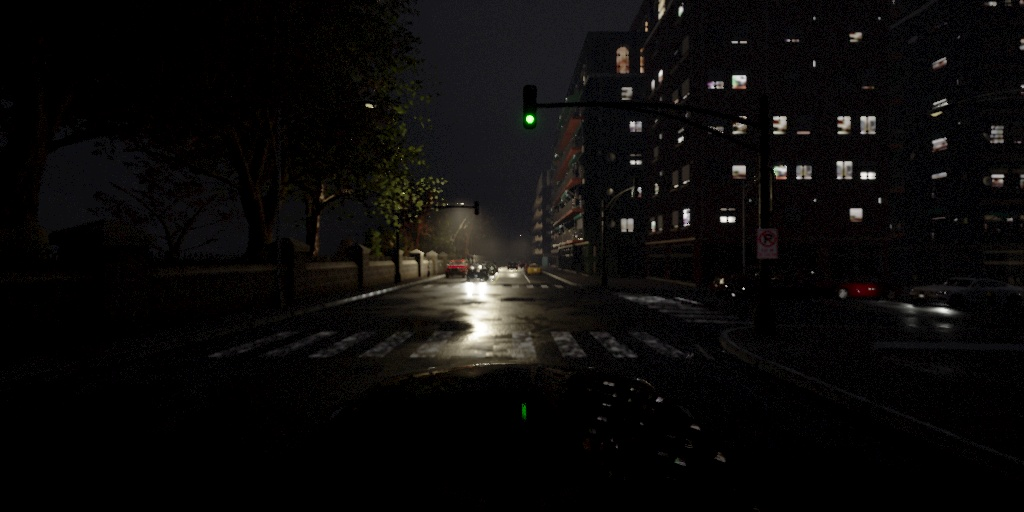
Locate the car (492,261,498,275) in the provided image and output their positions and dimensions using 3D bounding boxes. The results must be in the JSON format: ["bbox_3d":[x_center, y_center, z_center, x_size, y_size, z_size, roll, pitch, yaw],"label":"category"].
[{"bbox_3d":[-3.100,1.431,43.212,2.097,1.767,4.553,0,0,0],"label":"car"}]

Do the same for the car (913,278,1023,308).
[{"bbox_3d":[23.646,1.853,18.659,4.674,1.442,1.812,1,0,0],"label":"car"}]

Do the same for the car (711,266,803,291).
[{"bbox_3d":[14.598,1.488,21.222,5.009,1.841,2.192,0,0,0],"label":"car"}]

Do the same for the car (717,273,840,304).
[{"bbox_3d":[13.704,1.749,18.631,4.718,1.301,1.895,1,0,0],"label":"car"}]

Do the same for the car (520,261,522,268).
[{"bbox_3d":[2.690,1.723,54.415,2.007,1.370,4.403,0,0,0],"label":"car"}]

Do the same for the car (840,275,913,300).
[{"bbox_3d":[20.293,1.822,21.240,4.507,1.381,1.888,0,0,0],"label":"car"}]

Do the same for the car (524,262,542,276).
[{"bbox_3d":[2.690,1.605,43.514,1.751,1.417,4.829,0,0,0],"label":"car"}]

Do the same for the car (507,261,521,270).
[{"bbox_3d":[0.099,1.798,63.593,2.033,1.411,5.357,0,0,-1],"label":"car"}]

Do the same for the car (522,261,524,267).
[{"bbox_3d":[2.690,1.671,48.879,1.888,1.381,4.507,0,0,0],"label":"car"}]

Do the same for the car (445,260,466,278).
[{"bbox_3d":[-5.690,1.349,37.809,2.192,1.841,5.009,0,0,0],"label":"car"}]

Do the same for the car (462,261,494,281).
[{"bbox_3d":[-3.108,1.490,33.418,2.128,1.511,4.902,0,0,-1],"label":"car"}]
